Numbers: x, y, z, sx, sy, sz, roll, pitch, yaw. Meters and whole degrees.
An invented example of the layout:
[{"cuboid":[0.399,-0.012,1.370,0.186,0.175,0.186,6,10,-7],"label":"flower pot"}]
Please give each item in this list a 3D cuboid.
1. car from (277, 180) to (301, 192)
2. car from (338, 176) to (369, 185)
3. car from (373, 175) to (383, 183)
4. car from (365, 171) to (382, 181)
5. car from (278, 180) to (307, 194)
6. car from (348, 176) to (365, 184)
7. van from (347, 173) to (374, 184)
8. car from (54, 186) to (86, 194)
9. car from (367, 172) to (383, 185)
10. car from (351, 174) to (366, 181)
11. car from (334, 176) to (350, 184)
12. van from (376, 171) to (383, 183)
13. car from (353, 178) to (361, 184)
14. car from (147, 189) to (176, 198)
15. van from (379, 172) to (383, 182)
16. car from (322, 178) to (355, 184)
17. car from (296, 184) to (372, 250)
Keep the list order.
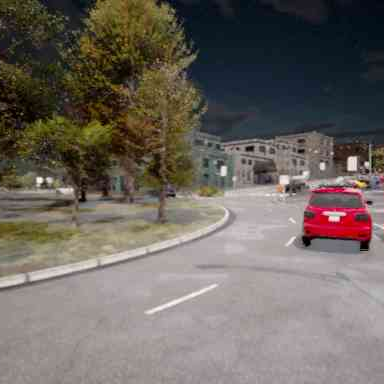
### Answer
[{"cuboid":[16.741,-1.076,57.241,2.097,1.767,4.553,0,4,44],"label":"car"},{"cuboid":[25.994,-1.289,55.354,5.366,1.575,1.946,0,4,25],"label":"car"},{"cuboid":[41.193,-2.849,70.316,4.892,1.521,2.231,0,4,25],"label":"car"},{"cuboid":[43.545,-3.898,79.737,2.150,2.045,5.566,0,5,45],"label":"car"},{"cuboid":[16.264,-0.910,52.380,2.150,2.045,5.566,0,5,45],"label":"car"},{"cuboid":[35.561,-2.629,71.756,1.812,1.442,4.674,0,5,45],"label":"car"},{"cuboid":[28.409,-1.737,57.363,4.442,1.987,1.878,0,4,25],"label":"van"},{"cuboid":[-18.843,-0.250,51.525,4.674,1.442,1.812,2,-1,2],"label":"car"},{"cuboid":[30.421,-1.983,59.563,5.566,2.045,2.435,0,4,25],"label":"car"},{"cuboid":[40.944,-3.626,81.734,1.837,1.490,4.892,0,5,45],"label":"car"},{"cuboid":[33.556,-2.675,74.347,1.812,1.442,4.674,0,5,45],"label":"car"},{"cuboid":[34.637,-2.404,63.900,4.442,1.987,1.878,0,4,25],"label":"van"},{"cuboid":[24.018,-1.024,53.130,4.674,1.452,2.002,0,4,25],"label":"car"},{"cuboid":[-4.298,0.058,46.544,4.181,1.385,1.994,2,0,37],"label":"car"},{"cuboid":[43.444,-3.299,72.401,4.442,1.987,1.878,0,4,25],"label":"van"},{"cuboid":[21.863,-0.840,50.990,4.892,1.521,2.231,0,4,25],"label":"car"},{"cuboid":[5.641,0.853,12.910,2.150,2.045,5.566,1,2,26],"label":"car"}]
